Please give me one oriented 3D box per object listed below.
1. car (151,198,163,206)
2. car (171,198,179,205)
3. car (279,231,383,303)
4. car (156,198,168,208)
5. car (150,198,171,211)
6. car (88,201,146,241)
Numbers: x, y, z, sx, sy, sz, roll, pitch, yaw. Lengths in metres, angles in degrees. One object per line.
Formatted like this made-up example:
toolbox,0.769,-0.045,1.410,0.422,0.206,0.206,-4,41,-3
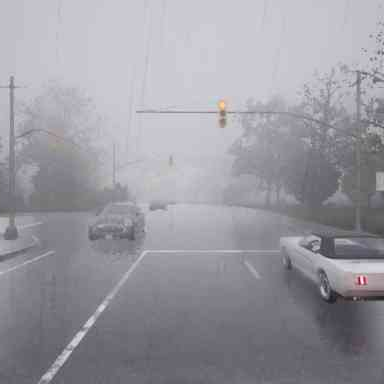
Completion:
car,-7.338,2.042,69.081,1.882,1.535,5.008,0,-1,-13
car,-4.979,2.248,73.788,1.895,1.301,4.718,0,-1,-19
car,3.598,1.601,8.170,1.895,1.301,4.718,0,0,0
car,-4.960,1.715,54.292,1.882,1.535,5.008,0,0,-7
car,-4.055,1.558,41.100,1.837,1.490,4.892,0,0,0
car,-3.610,1.352,16.656,2.097,1.767,4.553,0,0,0
